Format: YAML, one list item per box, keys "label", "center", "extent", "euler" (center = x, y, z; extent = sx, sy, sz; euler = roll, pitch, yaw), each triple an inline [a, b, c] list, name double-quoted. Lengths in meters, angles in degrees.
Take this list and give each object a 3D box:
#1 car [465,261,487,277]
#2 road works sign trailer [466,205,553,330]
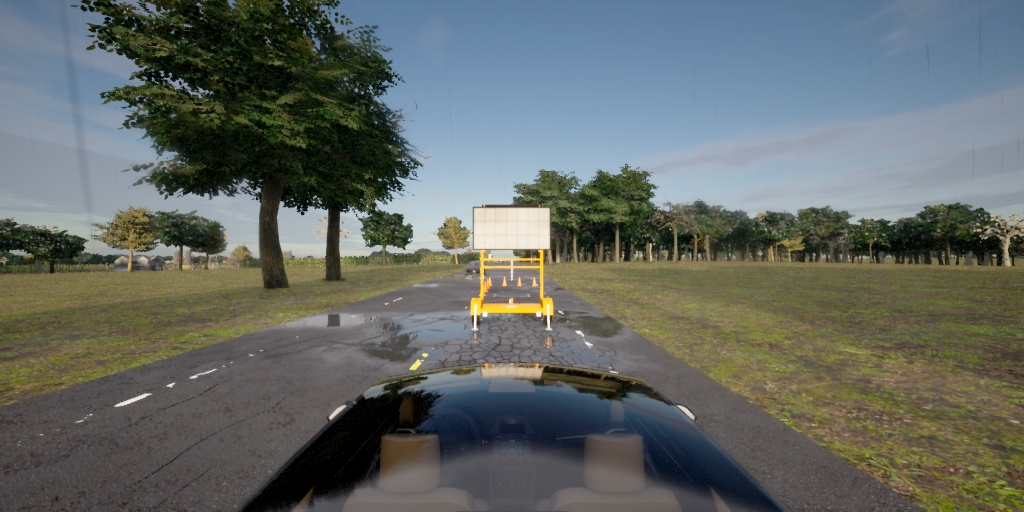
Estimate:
- label: "car"
  center: [-3.610, 1.276, 36.304]
  extent: [1.837, 1.490, 4.892]
  euler: [0, 0, 0]
- label: "road works sign trailer"
  center: [-0.003, 0.218, 11.126]
  extent: [2.380, 3.560, 2.880]
  euler: [0, 0, 0]
